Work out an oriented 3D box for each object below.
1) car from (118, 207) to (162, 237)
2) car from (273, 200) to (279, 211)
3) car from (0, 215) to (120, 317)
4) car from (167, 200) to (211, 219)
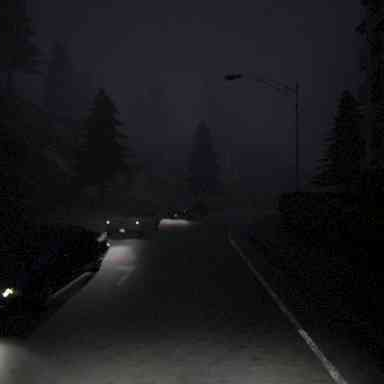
[{"bbox_3d":[-3.008,1.517,17.906,1.895,1.301,4.718,0,0,8],"label":"car"},{"bbox_3d":[11.128,1.304,36.972,5.008,1.535,1.882,0,0,-36],"label":"car"},{"bbox_3d":[-3.522,1.510,7.911,2.033,1.411,5.357,0,0,3],"label":"car"},{"bbox_3d":[-0.105,1.415,28.176,2.033,1.411,5.357,0,0,26],"label":"car"}]
